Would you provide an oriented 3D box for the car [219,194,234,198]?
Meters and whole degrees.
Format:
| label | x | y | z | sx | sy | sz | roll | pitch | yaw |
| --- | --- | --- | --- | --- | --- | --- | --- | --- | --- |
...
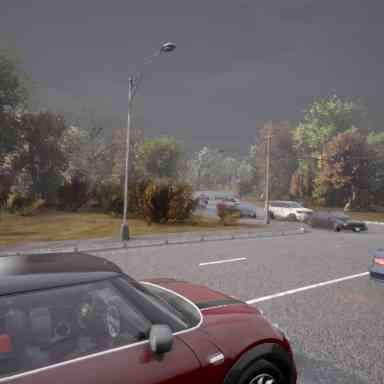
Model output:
| label | x | y | z | sx | sy | sz | roll | pitch | yaw |
| --- | --- | --- | --- | --- | --- | --- | --- | --- | --- |
| car | 7.617 | 1.598 | 68.650 | 1.837 | 1.490 | 4.892 | 2 | 2 | -8 |

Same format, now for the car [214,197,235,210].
| label | x | y | z | sx | sy | sz | roll | pitch | yaw |
| --- | --- | --- | --- | --- | --- | --- | --- | --- | --- |
| car | 5.045 | 2.060 | 47.448 | 1.882 | 1.535 | 5.008 | 3 | 1 | -17 |

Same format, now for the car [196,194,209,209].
| label | x | y | z | sx | sy | sz | roll | pitch | yaw |
| --- | --- | --- | --- | --- | --- | --- | --- | --- | --- |
| car | 0.735 | 1.696 | 49.696 | 2.097 | 1.767 | 4.553 | 3 | 1 | -15 |

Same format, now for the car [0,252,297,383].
| label | x | y | z | sx | sy | sz | roll | pitch | yaw |
| --- | --- | --- | --- | --- | --- | --- | --- | --- | --- |
| car | -1.145 | 1.354 | 2.929 | 4.553 | 1.767 | 2.097 | 0 | 0 | -36 |

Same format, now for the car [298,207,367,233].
| label | x | y | z | sx | sy | sz | roll | pitch | yaw |
| --- | --- | --- | --- | --- | --- | --- | --- | --- | --- |
| car | 10.108 | 2.064 | 23.890 | 2.033 | 1.411 | 5.357 | 3 | -2 | -11 |

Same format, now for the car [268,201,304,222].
| label | x | y | z | sx | sy | sz | roll | pitch | yaw |
| --- | --- | --- | --- | --- | --- | --- | --- | --- | --- |
| car | 10.049 | 1.981 | 34.416 | 2.150 | 2.045 | 5.566 | 3 | -1 | -24 |

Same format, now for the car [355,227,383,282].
| label | x | y | z | sx | sy | sz | roll | pitch | yaw |
| --- | --- | --- | --- | --- | --- | --- | --- | --- | --- |
| car | 6.612 | 1.665 | 8.480 | 5.357 | 1.411 | 2.033 | 2 | -1 | -36 |

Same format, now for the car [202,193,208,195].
| label | x | y | z | sx | sy | sz | roll | pitch | yaw |
| --- | --- | --- | --- | --- | --- | --- | --- | --- | --- |
| car | 3.011 | 1.058 | 78.414 | 2.128 | 1.511 | 4.902 | 2 | 2 | -1 |

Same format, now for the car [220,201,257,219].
| label | x | y | z | sx | sy | sz | roll | pitch | yaw |
| --- | --- | --- | --- | --- | --- | --- | --- | --- | --- |
| car | 5.308 | 2.096 | 36.541 | 1.837 | 1.490 | 4.892 | 3 | 0 | -22 |

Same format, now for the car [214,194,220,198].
| label | x | y | z | sx | sy | sz | roll | pitch | yaw |
| --- | --- | --- | --- | --- | --- | --- | --- | --- | --- |
| car | 6.466 | 1.180 | 79.493 | 1.994 | 1.385 | 4.181 | 2 | 2 | -1 |
